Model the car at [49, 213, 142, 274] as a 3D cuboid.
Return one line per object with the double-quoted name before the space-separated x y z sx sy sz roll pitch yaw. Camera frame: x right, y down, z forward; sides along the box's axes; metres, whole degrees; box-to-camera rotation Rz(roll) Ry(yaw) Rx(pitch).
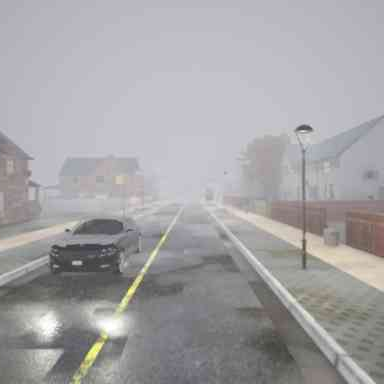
"car" -2.823 1.474 10.707 1.882 1.535 5.008 0 0 0
